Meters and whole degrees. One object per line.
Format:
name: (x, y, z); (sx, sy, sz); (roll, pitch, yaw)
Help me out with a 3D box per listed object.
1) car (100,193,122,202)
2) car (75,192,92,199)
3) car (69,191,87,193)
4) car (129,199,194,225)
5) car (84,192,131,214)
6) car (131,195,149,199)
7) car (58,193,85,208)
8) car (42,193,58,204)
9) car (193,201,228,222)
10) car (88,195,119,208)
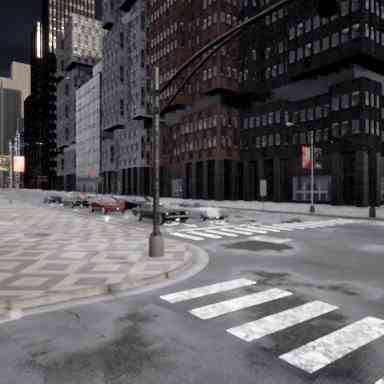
car: (-13.366, 0.853, 54.756); (1.895, 1.301, 4.718); (0, 1, -36)
car: (-21.821, 0.627, 66.505); (1.895, 1.301, 4.718); (0, 1, -36)
car: (-16.492, 0.676, 47.691); (2.097, 1.767, 4.553); (0, 1, -36)
car: (-2.156, 1.351, 22.133); (1.895, 1.301, 4.718); (0, 1, -36)
car: (-7.638, 1.096, 29.753); (1.882, 1.535, 5.008); (0, 1, -36)
car: (-5.043, 1.089, 31.714); (1.882, 1.535, 5.008); (0, 1, -36)
car: (-13.115, 1.084, 37.377); (1.895, 1.301, 4.718); (0, 1, -36)
car: (-19.336, 0.871, 46.087); (2.033, 1.411, 5.357); (0, 1, -35)
car: (0.440, 1.344, 24.089); (1.895, 1.301, 4.718); (0, 1, -36)
car: (-10.533, 1.077, 39.352); (1.895, 1.301, 4.718); (0, 1, -36)
